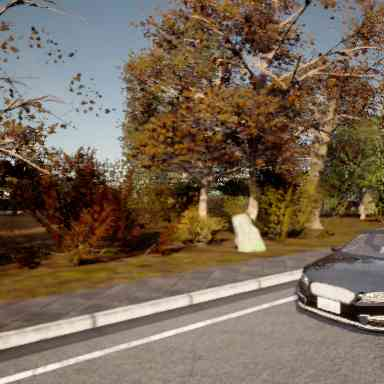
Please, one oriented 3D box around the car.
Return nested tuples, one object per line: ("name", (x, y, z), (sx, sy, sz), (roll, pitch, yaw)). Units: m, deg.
("car", (4.134, 1.510, 6.626), (4.902, 1.511, 2.128), (0, 0, -35))
